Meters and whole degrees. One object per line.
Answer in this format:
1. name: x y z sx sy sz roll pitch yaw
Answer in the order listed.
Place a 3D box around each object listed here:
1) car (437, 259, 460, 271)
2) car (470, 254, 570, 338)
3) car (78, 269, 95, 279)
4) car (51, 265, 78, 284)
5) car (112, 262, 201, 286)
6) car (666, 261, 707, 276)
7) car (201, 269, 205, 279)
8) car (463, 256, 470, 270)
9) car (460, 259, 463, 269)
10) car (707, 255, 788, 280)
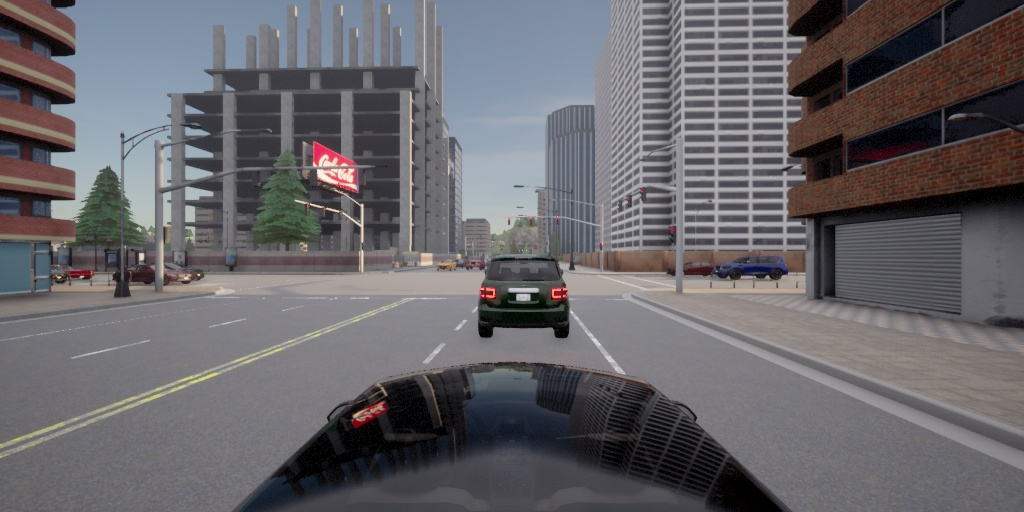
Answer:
1. car: -8.859 1.224 48.890 1.882 1.535 5.008 0 0 2
2. car: 0.339 0.971 10.313 2.150 2.045 5.566 0 0 2
3. car: -36.494 1.349 28.655 4.718 1.301 1.895 0 0 2
4. car: -34.005 1.253 25.071 4.892 1.490 1.837 0 0 2
5. car: -24.760 1.274 24.769 4.674 1.442 1.812 0 0 2
6. car: 17.312 1.225 34.099 5.008 1.535 1.882 0 0 2
7. car: -27.202 1.226 28.350 5.008 1.535 1.882 0 0 2
8. car: -5.225 0.968 52.140 2.150 2.045 5.566 0 0 2
9. car: -8.494 1.224 58.305 1.882 1.535 5.008 0 0 2
10. car: 20.227 0.969 30.505 5.566 2.045 2.150 0 0 2
